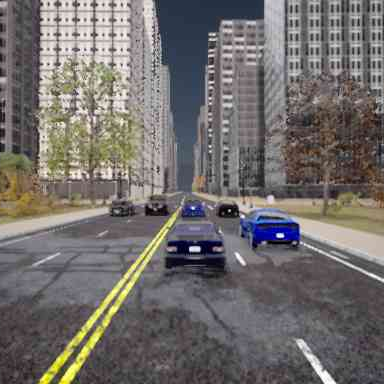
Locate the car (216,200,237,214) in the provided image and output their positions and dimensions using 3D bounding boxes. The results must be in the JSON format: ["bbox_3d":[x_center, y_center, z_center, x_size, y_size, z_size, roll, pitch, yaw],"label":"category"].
[{"bbox_3d":[3.346,1.497,32.013,1.882,1.535,5.008,0,0,0],"label":"car"}]

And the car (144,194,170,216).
[{"bbox_3d":[-3.342,1.241,33.021,2.150,2.045,5.566,0,0,0],"label":"car"}]

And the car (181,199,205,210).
[{"bbox_3d":[0.091,1.371,29.995,2.097,1.767,4.553,0,0,0],"label":"car"}]

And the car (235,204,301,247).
[{"bbox_3d":[3.341,1.491,15.050,1.882,1.535,5.008,0,0,0],"label":"car"}]

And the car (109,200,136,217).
[{"bbox_3d":[-6.592,1.524,31.836,1.837,1.490,4.892,0,0,0],"label":"car"}]

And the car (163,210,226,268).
[{"bbox_3d":[0.084,1.559,11.291,2.033,1.411,5.357,0,0,0],"label":"car"}]
